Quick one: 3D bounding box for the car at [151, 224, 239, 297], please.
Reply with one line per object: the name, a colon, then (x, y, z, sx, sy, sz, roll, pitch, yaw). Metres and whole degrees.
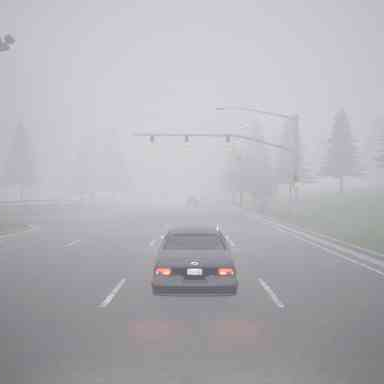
car: (0.068, 1.547, 8.768, 2.033, 1.411, 5.357, 0, 0, 0)

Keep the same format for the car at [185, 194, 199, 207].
car: (0.009, 1.352, 52.807, 2.097, 1.767, 4.553, 0, 0, 0)

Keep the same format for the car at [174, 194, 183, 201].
car: (-3.483, 1.517, 83.868, 1.812, 1.442, 4.674, 0, 0, 0)

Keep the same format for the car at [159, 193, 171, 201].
car: (-6.983, 1.217, 83.482, 2.150, 2.045, 5.566, 0, 0, 0)

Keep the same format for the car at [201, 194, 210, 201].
car: (3.517, 1.492, 83.449, 1.837, 1.490, 4.892, 0, 0, 0)

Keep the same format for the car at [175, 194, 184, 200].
car: (-3.481, 1.357, 93.871, 2.128, 1.511, 4.902, 0, 0, 0)

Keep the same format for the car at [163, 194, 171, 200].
car: (-6.981, 1.385, 93.872, 1.994, 1.385, 4.181, 0, 0, 0)

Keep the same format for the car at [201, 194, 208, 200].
car: (3.519, 1.310, 93.869, 1.882, 1.535, 5.008, 0, 0, 0)

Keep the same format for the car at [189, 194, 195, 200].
car: (0.019, 1.310, 93.870, 1.882, 1.535, 5.008, 0, 0, 0)

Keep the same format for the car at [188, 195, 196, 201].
car: (0.017, 1.531, 83.450, 2.033, 1.411, 5.357, 0, 0, 0)
